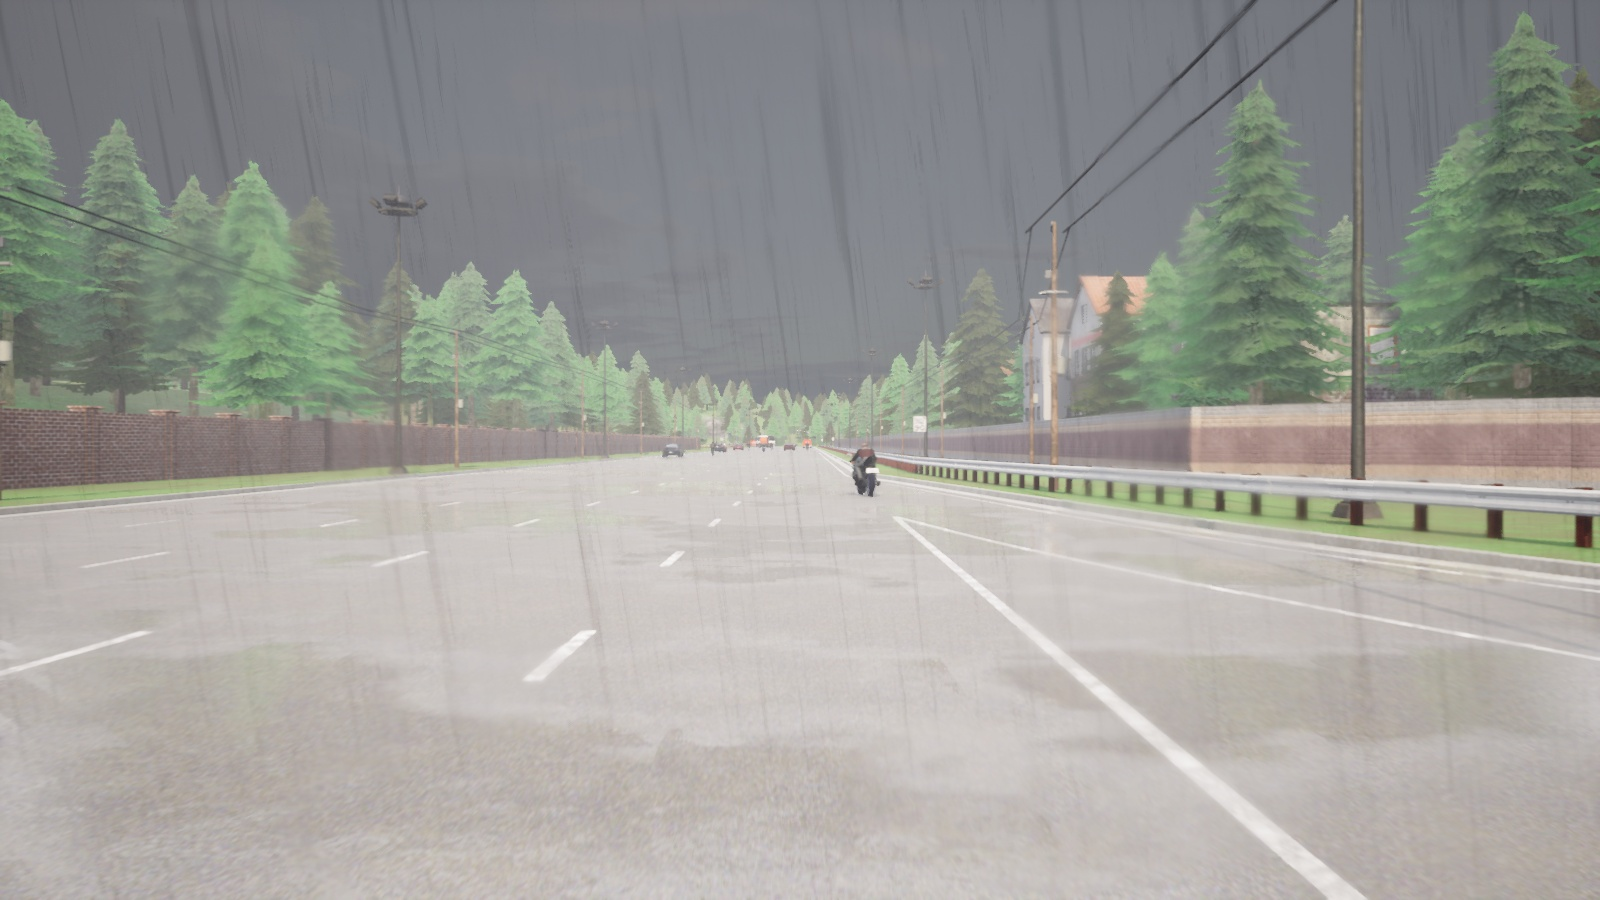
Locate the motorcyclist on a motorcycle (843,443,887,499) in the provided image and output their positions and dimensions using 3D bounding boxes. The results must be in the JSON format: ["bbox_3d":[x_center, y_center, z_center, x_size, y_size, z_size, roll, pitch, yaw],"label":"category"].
[{"bbox_3d":[1.824,0.583,35.501,0.866,1.530,2.191,0,0,-8],"label":"motorcyclist on a motorcycle"}]
